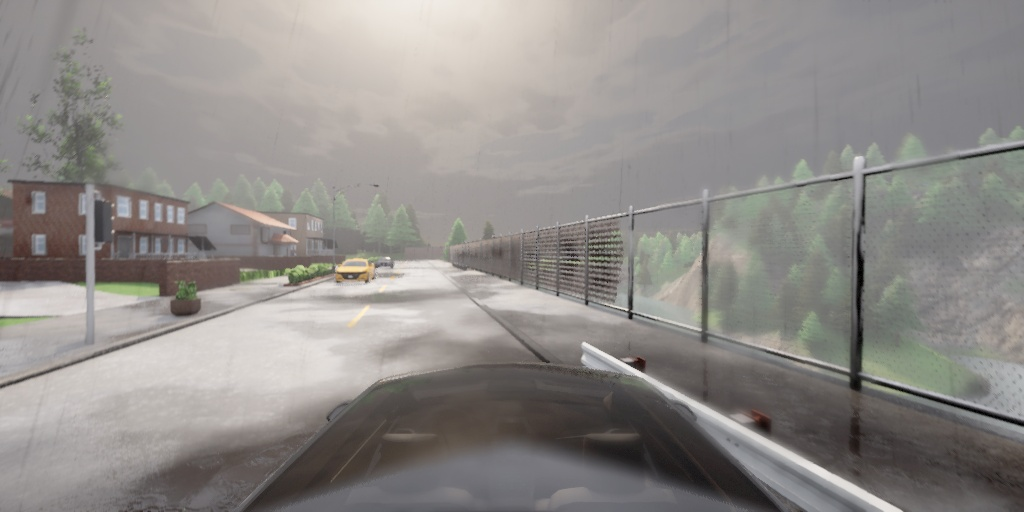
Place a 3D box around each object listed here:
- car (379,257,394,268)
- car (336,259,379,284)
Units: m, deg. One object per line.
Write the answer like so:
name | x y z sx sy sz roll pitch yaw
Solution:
car | -15.806 0.801 44.689 1.994 1.385 4.181 0 1 -15
car | -10.348 0.947 23.952 1.882 1.535 5.008 0 1 -15
